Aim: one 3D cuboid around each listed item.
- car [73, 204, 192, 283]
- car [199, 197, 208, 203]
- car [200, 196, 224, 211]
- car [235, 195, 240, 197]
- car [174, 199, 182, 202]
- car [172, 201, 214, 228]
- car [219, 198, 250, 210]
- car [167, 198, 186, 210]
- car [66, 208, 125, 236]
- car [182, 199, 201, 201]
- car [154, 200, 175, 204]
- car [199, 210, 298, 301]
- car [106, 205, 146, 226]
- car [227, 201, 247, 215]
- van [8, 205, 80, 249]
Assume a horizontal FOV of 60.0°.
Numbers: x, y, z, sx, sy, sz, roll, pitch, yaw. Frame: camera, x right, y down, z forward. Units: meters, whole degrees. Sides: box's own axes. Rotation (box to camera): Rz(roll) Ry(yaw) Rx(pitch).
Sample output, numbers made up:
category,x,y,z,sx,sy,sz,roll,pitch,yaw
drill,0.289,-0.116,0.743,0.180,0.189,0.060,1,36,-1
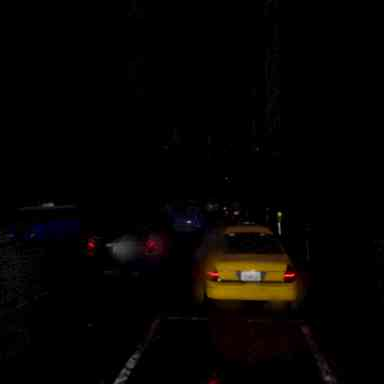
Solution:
category,x,y,z,sx,sy,sz,roll,pitch,yaw
car,-1.452,1.432,10.172,2.097,1.767,4.553,-1,0,8
car,2.914,2.060,84.709,1.802,1.307,4.206,-1,0,8
car,2.468,1.645,39.683,1.801,1.575,5.366,-1,0,8
car,11.356,1.788,83.548,1.967,1.590,4.097,-1,0,8
car,-2.870,1.864,42.500,1.802,1.307,4.206,-1,0,8
car,0.150,1.597,21.941,1.882,1.535,5.008,-1,0,8
car,3.348,1.530,24.998,1.967,1.590,4.097,-1,0,8
car,-2.130,1.744,47.952,1.967,1.590,4.097,-1,0,8
car,-5.839,1.766,20.696,1.947,1.339,4.313,-1,0,8
car,-0.004,1.775,44.069,1.812,1.442,4.674,-1,0,8
car,-3.612,1.827,37.049,1.947,1.339,4.313,-1,0,8
car,1.393,1.483,8.470,1.801,1.575,5.366,-1,0,8
car,-5.096,1.802,26.147,1.802,1.307,4.206,-1,0,8
car,4.834,1.682,35.899,2.008,1.369,4.403,-1,0,8
van,-6.586,1.522,15.246,1.690,1.788,3.998,-1,0,8
